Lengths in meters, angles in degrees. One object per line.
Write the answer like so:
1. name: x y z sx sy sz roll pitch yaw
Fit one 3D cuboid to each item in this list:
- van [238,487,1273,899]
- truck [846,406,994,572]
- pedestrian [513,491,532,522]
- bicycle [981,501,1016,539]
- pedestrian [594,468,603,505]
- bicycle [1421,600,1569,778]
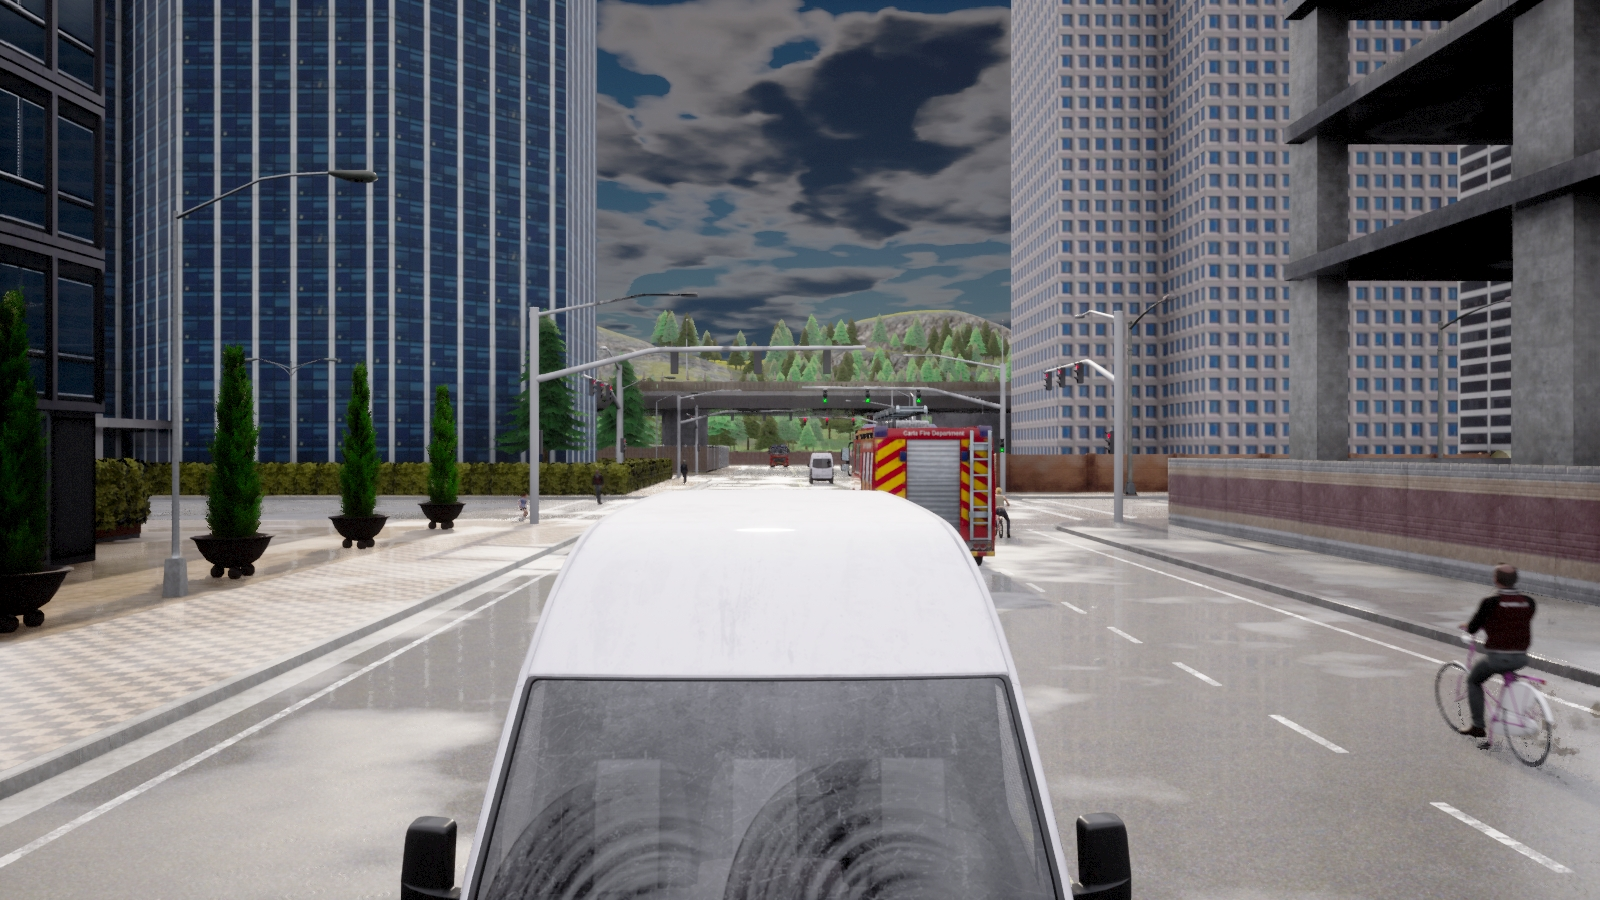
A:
1. van: -0.128 1.535 5.152 1.988 2.561 5.915 0 0 -1
2. truck: 2.932 0.891 30.480 2.891 3.827 8.468 0 0 -1
3. pedestrian: -10.243 2.076 42.144 0.500 1.100 0.500 0 0 16
4. bicycle: 6.346 2.233 36.588 0.859 1.126 1.487 0 0 -1
5. pedestrian: -10.216 1.849 57.956 0.375 1.860 0.375 0 0 5
6. bicycle: 6.433 2.160 10.674 0.329 1.271 1.835 -1 0 3
